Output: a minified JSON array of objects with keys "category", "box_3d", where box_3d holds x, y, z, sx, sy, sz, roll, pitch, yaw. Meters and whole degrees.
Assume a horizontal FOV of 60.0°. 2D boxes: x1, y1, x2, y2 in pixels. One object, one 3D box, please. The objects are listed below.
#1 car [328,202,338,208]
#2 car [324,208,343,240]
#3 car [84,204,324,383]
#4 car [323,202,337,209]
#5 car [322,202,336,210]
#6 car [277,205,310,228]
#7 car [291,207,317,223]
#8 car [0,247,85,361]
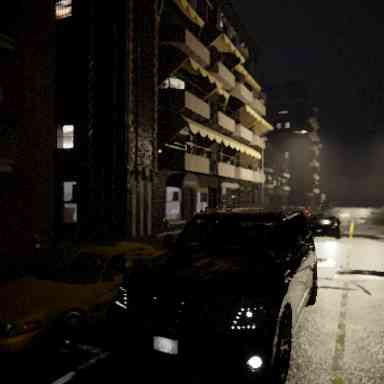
[{"category":"car","box_3d":[31.331,2.843,73.837,1.802,1.307,4.206,0,-1,26]},{"category":"car","box_3d":[7.560,1.884,19.220,1.994,1.385,4.181,0,-1,27]},{"category":"car","box_3d":[0.942,1.317,6.018,2.150,2.045,5.566,0,-1,26]},{"category":"car","box_3d":[23.187,2.516,57.156,2.008,1.369,4.403,0,-1,26]},{"category":"car","box_3d":[25.679,2.606,62.224,2.008,1.369,4.403,0,-1,26]},{"category":"car","box_3d":[8.241,1.877,26.744,1.967,1.590,4.097,0,-1,26]},{"category":"car","box_3d":[10.732,2.105,31.811,1.802,1.307,4.206,0,-1,26]},{"category":"car","box_3d":[-1.798,1.614,6.315,1.752,1.417,4.829,0,-1,26]}]
